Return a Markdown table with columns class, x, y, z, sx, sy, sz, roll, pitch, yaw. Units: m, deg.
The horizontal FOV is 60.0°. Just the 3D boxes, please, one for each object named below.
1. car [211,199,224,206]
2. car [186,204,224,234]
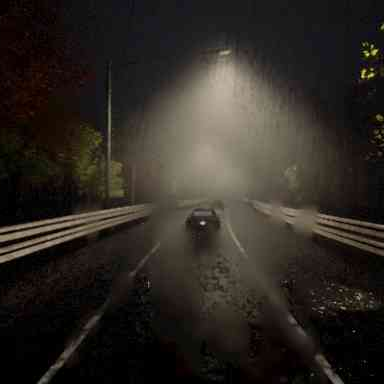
| class | x | y | z | sx | sy | sz | roll | pitch | yaw |
| --- | --- | --- | --- | --- | --- | --- | --- | --- | --- |
| car | 3.816 | 1.798 | 49.346 | 1.837 | 1.490 | 4.892 | 0 | 0 | 8 |
| car | 0.713 | 1.666 | 20.098 | 1.994 | 1.385 | 4.181 | 0 | 0 | 4 |
